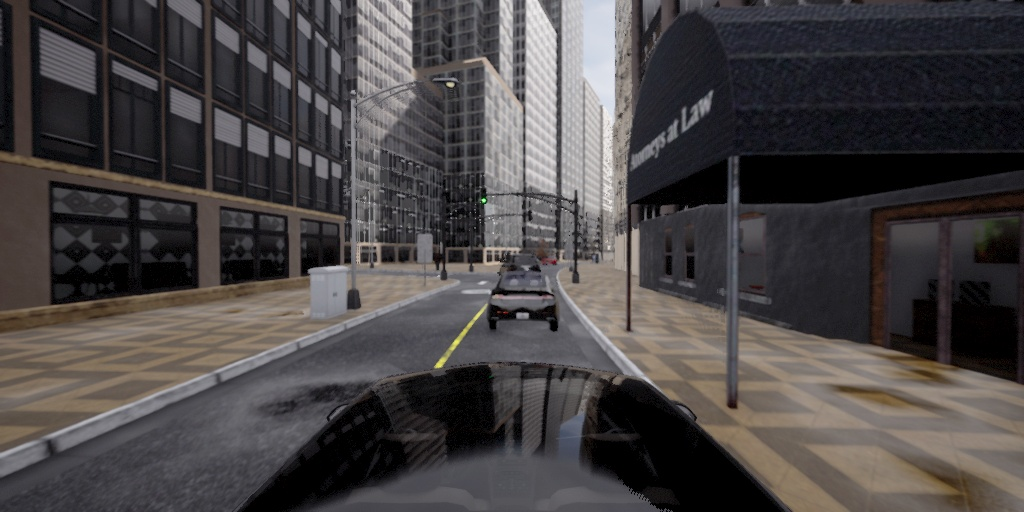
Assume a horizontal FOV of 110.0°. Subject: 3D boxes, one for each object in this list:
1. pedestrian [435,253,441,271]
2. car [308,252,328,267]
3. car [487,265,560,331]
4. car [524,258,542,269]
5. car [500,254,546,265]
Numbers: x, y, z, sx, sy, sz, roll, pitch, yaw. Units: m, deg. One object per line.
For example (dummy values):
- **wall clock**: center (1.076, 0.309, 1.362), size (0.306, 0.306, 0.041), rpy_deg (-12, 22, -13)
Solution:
- **pedestrian**: center (-7.614, 0.560, 36.773), size (0.375, 1.860, 0.375), rpy_deg (0, 0, 20)
- **car**: center (-20.969, 0.515, 35.450), size (5.566, 2.045, 2.150), rpy_deg (1, 1, 20)
- **car**: center (0.380, 1.199, 10.856), size (2.128, 1.511, 4.902), rpy_deg (0, 0, 3)
- **car**: center (3.127, 1.109, 53.296), size (1.837, 1.490, 4.892), rpy_deg (0, 0, 13)
- **car**: center (0.431, 0.874, 24.962), size (2.150, 2.045, 5.566), rpy_deg (1, 0, -9)
